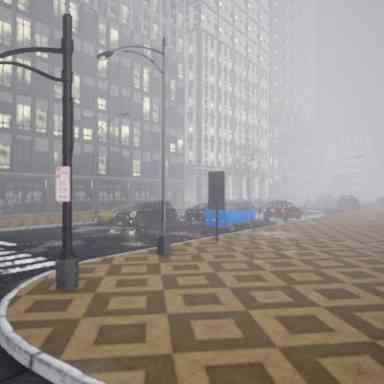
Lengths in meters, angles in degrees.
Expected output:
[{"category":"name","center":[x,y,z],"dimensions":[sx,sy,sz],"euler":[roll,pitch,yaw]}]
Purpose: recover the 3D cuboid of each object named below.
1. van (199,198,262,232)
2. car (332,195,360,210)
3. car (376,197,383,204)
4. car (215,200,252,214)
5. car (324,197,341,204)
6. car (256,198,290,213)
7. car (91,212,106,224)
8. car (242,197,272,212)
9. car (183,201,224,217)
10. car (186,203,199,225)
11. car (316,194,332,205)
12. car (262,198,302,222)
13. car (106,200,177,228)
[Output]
[{"category":"van","center":[2.439,1.370,20.406],"dimensions":[1.690,1.788,3.998],"euler":[0,0,38]},{"category":"car","center":[21.023,1.371,44.635],"dimensions":[2.192,1.841,5.009],"euler":[0,0,38]},{"category":"car","center":[38.033,1.660,66.645],"dimensions":[1.947,1.339,4.313],"euler":[0,0,38]},{"category":"car","center":[4.582,1.575,36.247],"dimensions":[1.887,1.381,4.507],"euler":[0,0,38]},{"category":"car","center":[28.397,1.629,67.063],"dimensions":[2.008,1.369,4.403],"euler":[0,0,38]},{"category":"car","center":[9.419,1.515,38.442],"dimensions":[1.882,1.535,5.008],"euler":[0,0,38]},{"category":"car","center":[-4.943,1.545,24.133],"dimensions":[1.752,1.417,4.829],"euler":[0,0,38]},{"category":"car","center":[7.984,1.476,40.649],"dimensions":[1.967,1.590,4.097],"euler":[0,0,38]},{"category":"car","center":[1.179,1.608,31.844],"dimensions":[1.802,1.307,4.206],"euler":[0,0,38]},{"category":"car","center":[1.574,1.519,23.550],"dimensions":[2.128,1.511,4.902],"euler":[0,0,38]},{"category":"car","center":[24.995,1.385,62.661],"dimensions":[2.192,1.841,5.009],"euler":[0,0,38]},{"category":"car","center":[7.414,1.475,27.025],"dimensions":[1.967,1.590,4.097],"euler":[0,0,38]},{"category":"car","center":[-3.074,1.374,22.309],"dimensions":[2.097,1.767,4.553],"euler":[0,0,38]}]
